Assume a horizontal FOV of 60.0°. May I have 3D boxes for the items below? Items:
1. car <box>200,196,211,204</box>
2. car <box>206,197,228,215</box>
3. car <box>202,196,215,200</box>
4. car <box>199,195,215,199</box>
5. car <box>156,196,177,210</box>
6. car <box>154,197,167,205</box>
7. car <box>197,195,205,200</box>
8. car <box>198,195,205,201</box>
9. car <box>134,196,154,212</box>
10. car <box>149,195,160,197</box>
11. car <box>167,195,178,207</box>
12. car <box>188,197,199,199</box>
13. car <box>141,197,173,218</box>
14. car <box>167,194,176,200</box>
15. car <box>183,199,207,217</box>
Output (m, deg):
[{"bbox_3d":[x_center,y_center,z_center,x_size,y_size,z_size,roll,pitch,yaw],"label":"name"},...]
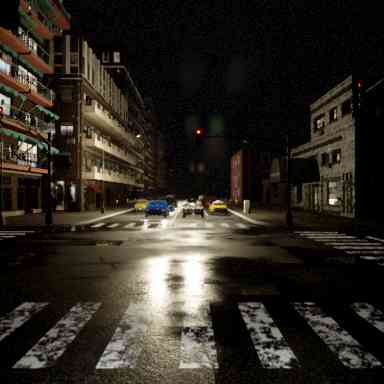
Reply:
[{"bbox_3d":[2.612,1.612,67.048,2.008,1.369,4.403,0,0,0],"label":"car"},{"bbox_3d":[2.652,1.544,33.983,1.752,1.417,4.829,0,0,0],"label":"car"},{"bbox_3d":[2.639,1.611,44.891,1.802,1.307,4.206,0,0,0],"label":"car"},{"bbox_3d":[2.633,1.351,50.431,2.192,1.841,5.009,0,0,0],"label":"car"},{"bbox_3d":[-3.130,1.550,39.950,1.812,1.442,4.674,0,0,0],"label":"car"},{"bbox_3d":[-5.762,1.603,61.498,2.008,1.369,4.403,0,0,0],"label":"car"},{"bbox_3d":[2.578,1.670,94.744,2.008,1.369,4.403,0,0,0],"label":"car"},{"bbox_3d":[2.584,1.632,89.375,1.752,1.417,4.829,0,0,0],"label":"car"},{"bbox_3d":[-5.735,1.549,39.171,1.752,1.417,4.829,0,0,0],"label":"car"},{"bbox_3d":[-5.748,1.351,50.420,2.192,1.841,5.009,0,0,0],"label":"car"},{"bbox_3d":[-3.135,1.541,50.018,1.837,1.490,4.892,0,0,0],"label":"car"},{"bbox_3d":[-0.072,1.598,60.199,2.033,1.411,5.357,0,0,0],"label":"car"},{"bbox_3d":[-3.136,1.493,30.672,1.882,1.535,5.008,0,0,0],"label":"car"},{"bbox_3d":[-5.802,1.434,94.734,2.192,1.841,5.009,0,0,0],"label":"car"},{"bbox_3d":[0.096,1.617,31.276,1.895,1.301,4.718,0,0,0],"label":"car"}]
